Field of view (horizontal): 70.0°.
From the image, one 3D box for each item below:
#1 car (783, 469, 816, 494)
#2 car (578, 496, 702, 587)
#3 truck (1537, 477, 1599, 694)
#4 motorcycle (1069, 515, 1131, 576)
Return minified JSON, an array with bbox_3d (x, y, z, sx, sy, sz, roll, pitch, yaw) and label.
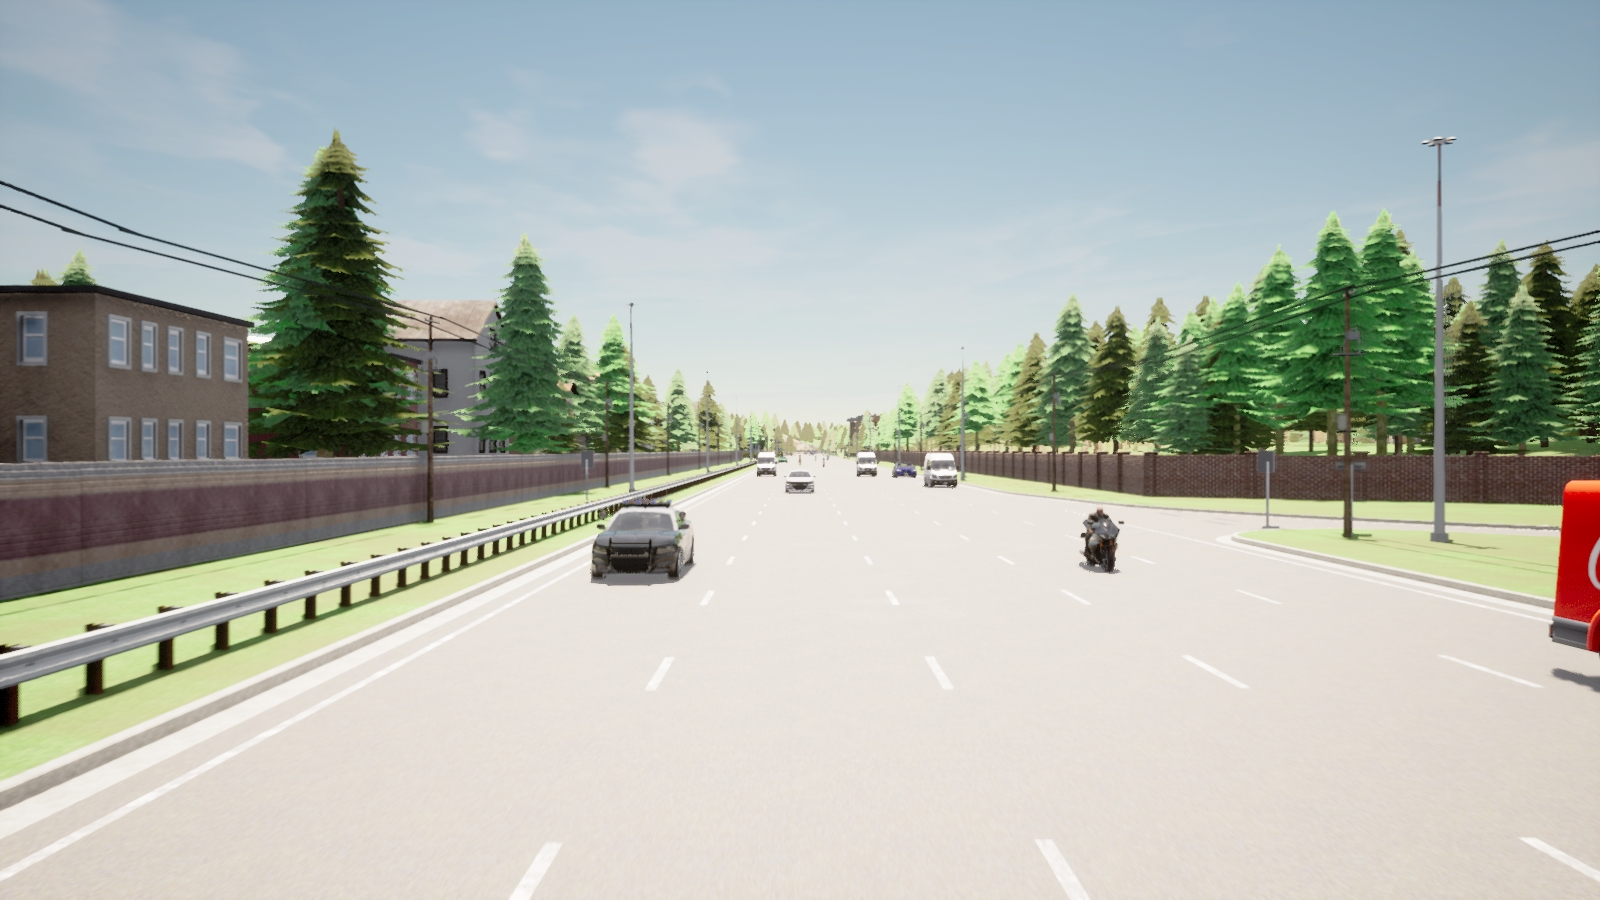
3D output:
[{"bbox_3d":[-0.012,2.034,74.812,2.097,1.535,5.006,0,0,0],"label":"car"},{"bbox_3d":[-3.504,1.982,26.029,2.097,1.638,5.238,0,0,0],"label":"car"},{"bbox_3d":[10.498,1.568,11.634,2.627,2.467,5.204,0,0,0],"label":"truck"},{"bbox_3d":[6.996,2.205,26.719,0.867,1.251,2.209,0,0,0],"label":"motorcycle"}]
